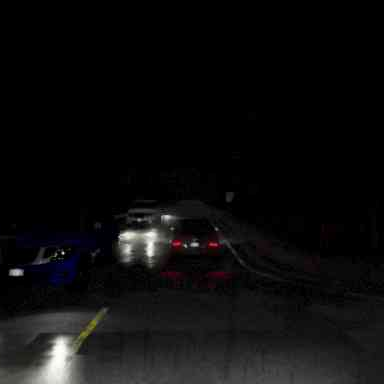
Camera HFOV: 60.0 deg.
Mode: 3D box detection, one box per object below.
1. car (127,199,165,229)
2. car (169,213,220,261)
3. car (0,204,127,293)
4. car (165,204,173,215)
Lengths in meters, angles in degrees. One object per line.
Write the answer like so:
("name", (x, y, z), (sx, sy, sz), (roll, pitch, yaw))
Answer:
("car", (-3.585, 1.600, 25.495), (2.150, 2.045, 5.566), (1, -1, 0))
("car", (0.098, 1.791, 13.286), (2.033, 1.411, 5.357), (1, -1, 0))
("car", (-3.596, 1.365, 9.581), (2.150, 2.045, 5.566), (0, -1, 0))
("car", (-3.507, 2.173, 41.788), (1.994, 1.385, 4.181), (1, -1, 0))
